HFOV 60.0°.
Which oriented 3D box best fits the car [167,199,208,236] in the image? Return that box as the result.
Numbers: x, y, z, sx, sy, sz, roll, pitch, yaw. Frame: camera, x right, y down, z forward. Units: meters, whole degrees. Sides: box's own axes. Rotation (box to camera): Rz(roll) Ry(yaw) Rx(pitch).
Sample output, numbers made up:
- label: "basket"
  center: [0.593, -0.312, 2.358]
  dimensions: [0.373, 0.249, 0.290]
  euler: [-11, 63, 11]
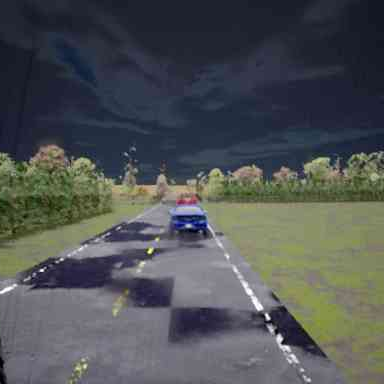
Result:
- label: "car"
  center: [-0.194, 1.405, 18.076]
  dimensions: [1.882, 1.535, 5.008]
  euler: [0, 1, -1]

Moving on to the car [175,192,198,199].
- label: "car"
  center: [-0.521, 1.061, 37.469]
  dimensions: [2.150, 2.045, 5.566]
  euler: [0, 0, -1]

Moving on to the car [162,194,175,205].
- label: "car"
  center: [-3.634, 1.133, 53.035]
  dimensions: [2.097, 1.767, 4.553]
  euler: [0, 0, -1]

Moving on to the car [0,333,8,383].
- label: "car"
  center: [-2.746, 1.360, 1.187]
  dimensions: [2.097, 1.767, 4.553]
  euler: [0, 0, -1]
